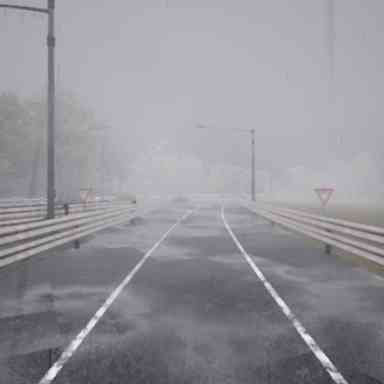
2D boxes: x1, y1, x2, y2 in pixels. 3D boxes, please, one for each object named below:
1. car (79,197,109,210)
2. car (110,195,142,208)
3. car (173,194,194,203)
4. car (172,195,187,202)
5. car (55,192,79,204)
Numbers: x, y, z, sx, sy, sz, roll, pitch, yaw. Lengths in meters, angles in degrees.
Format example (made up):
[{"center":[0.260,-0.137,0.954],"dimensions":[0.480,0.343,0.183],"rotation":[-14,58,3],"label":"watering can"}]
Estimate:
[{"center":[-10.900,1.322,39.054],"dimensions":[1.812,1.442,4.674],"rotation":[0,0,12],"label":"car"},{"center":[-7.405,1.147,38.696],"dimensions":[2.097,1.767,4.553],"rotation":[0,0,12],"label":"car"},{"center":[-1.662,1.336,62.952],"dimensions":[2.128,1.511,4.902],"rotation":[0,0,14],"label":"car"},{"center":[-2.680,1.420,72.989],"dimensions":[1.994,1.385,4.181],"rotation":[0,0,15],"label":"car"},{"center":[-14.424,1.019,39.399],"dimensions":[2.150,2.045,5.566],"rotation":[0,0,12],"label":"car"}]
